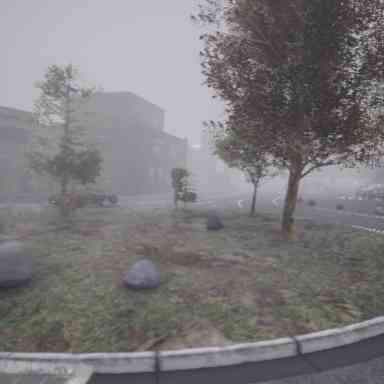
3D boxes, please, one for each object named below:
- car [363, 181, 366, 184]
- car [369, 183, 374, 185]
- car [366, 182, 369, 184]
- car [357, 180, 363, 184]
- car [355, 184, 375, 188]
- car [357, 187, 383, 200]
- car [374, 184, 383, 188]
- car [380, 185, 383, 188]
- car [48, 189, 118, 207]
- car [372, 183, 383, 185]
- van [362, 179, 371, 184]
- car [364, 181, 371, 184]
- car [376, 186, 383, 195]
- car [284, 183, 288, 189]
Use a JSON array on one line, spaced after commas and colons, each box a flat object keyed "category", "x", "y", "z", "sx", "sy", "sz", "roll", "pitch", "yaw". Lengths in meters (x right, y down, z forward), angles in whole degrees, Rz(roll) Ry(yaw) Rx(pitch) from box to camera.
[{"category": "car", "x": 42.225, "y": -1.016, "z": 76.018, "sx": 4.674, "sy": 1.452, "sz": 2.002, "roll": 2, "pitch": 4, "yaw": 21}, {"category": "car", "x": 38.314, "y": -0.487, "z": 65.639, "sx": 5.008, "sy": 1.535, "sz": 2.097, "roll": 2, "pitch": 4, "yaw": 21}, {"category": "car", "x": 40.266, "y": -0.732, "z": 70.831, "sx": 4.674, "sy": 1.452, "sz": 2.002, "roll": 2, "pitch": 4, "yaw": 21}, {"category": "car", "x": 45.140, "y": -1.452, "z": 83.804, "sx": 4.792, "sy": 1.488, "sz": 2.163, "roll": 2, "pitch": 4, "yaw": 21}, {"category": "car", "x": 29.864, "y": -0.075, "z": 57.674, "sx": 1.812, "sy": 1.442, "sz": 4.674, "roll": 2, "pitch": 4, "yaw": 21}, {"category": "car", "x": 26.381, "y": 0.424, "z": 48.895, "sx": 1.895, "sy": 1.301, "sz": 4.718, "roll": 2, "pitch": 2, "yaw": 12}, {"category": "car", "x": 35.196, "y": -0.067, "z": 57.930, "sx": 5.366, "sy": 1.575, "sz": 1.946, "roll": 2, "pitch": 4, "yaw": 21}, {"category": "car", "x": 34.417, "y": 0.117, "z": 55.262, "sx": 4.792, "sy": 1.488, "sz": 2.163, "roll": 2, "pitch": 4, "yaw": 21}, {"category": "car", "x": -7.892, "y": 0.369, "z": 24.447, "sx": 4.892, "sy": 1.490, "sz": 1.837, "roll": 1, "pitch": 1, "yaw": -30}, {"category": "car", "x": 37.323, "y": -0.343, "z": 63.051, "sx": 4.892, "sy": 1.521, "sz": 2.231, "roll": 2, "pitch": 4, "yaw": 21}, {"category": "van", "x": 43.320, "y": -1.419, "z": 78.553, "sx": 4.442, "sy": 1.987, "sz": 1.878, "roll": 2, "pitch": 4, "yaw": 21}, {"category": "car", "x": 41.243, "y": -0.915, "z": 73.422, "sx": 5.008, "sy": 1.535, "sz": 2.097, "roll": 2, "pitch": 4, "yaw": 21}, {"category": "car", "x": 36.376, "y": -0.170, "z": 60.448, "sx": 4.792, "sy": 1.488, "sz": 2.163, "roll": 2, "pitch": 4, "yaw": 21}, {"category": "car", "x": 22.479, "y": -1.382, "z": 77.044, "sx": 1.812, "sy": 1.442, "sz": 4.674, "roll": 2, "pitch": 3, "yaw": 21}]
